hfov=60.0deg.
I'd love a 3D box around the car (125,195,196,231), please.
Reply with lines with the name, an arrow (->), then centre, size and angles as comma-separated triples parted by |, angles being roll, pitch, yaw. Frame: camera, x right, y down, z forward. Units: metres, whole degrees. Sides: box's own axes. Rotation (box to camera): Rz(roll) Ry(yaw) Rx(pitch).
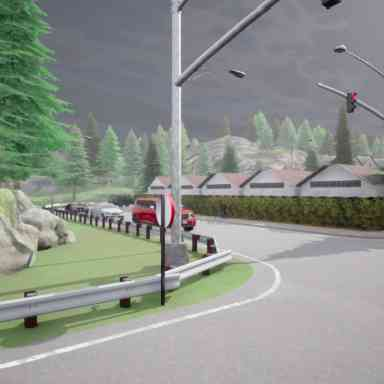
car -> -1.997, 1.414, 21.522 | 2.150, 2.045, 5.566 | 0, 0, -35

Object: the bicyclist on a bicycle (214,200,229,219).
bicyclist on a bicycle -> 2.537, 1.494, 28.097 | 1.656, 1.620, 0.582 | 0, 0, -35

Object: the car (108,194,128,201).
car -> -10.940, 1.398, 53.205 | 2.150, 2.045, 5.566 | 0, 0, 33

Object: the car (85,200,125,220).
car -> -7.621, 1.717, 29.567 | 1.812, 1.442, 4.674 | 0, 0, -35

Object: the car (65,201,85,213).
car -> -13.130, 1.754, 37.818 | 1.994, 1.385, 4.181 | 0, 0, -32
